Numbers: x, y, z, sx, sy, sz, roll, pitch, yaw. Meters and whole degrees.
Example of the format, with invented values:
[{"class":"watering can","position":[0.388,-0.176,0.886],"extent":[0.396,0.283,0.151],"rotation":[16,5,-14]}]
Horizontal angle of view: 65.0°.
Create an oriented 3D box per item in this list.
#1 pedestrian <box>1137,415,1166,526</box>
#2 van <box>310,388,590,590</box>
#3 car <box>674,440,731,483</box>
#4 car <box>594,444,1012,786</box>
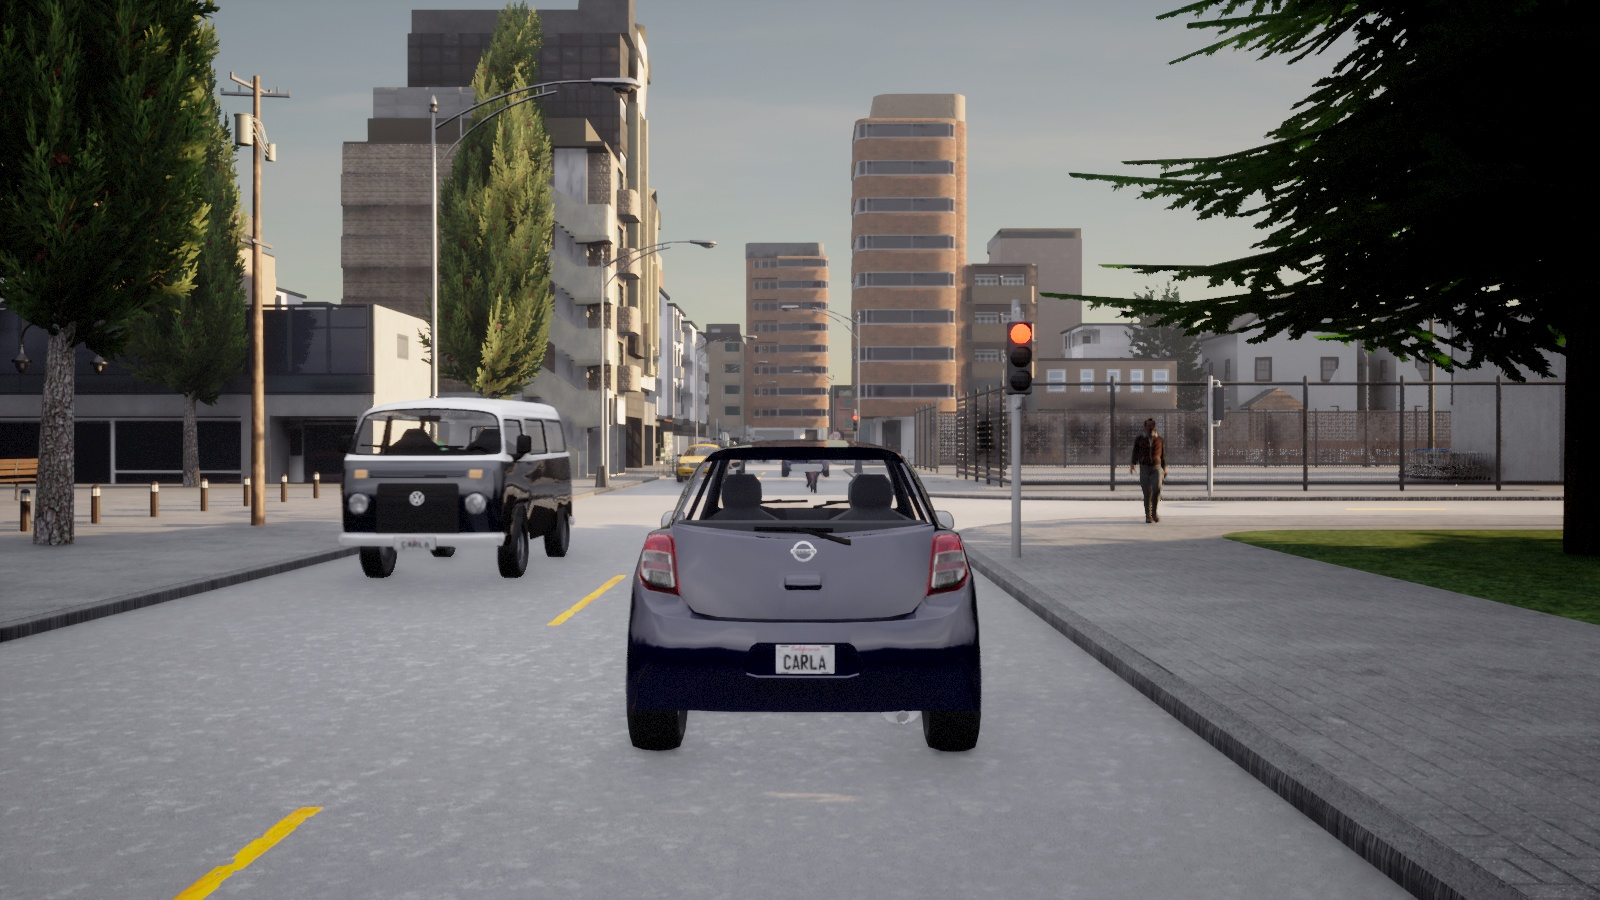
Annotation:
[{"class":"pedestrian","position":[5.982,0.340,21.413],"extent":[0.376,1.854,0.720],"rotation":[0,0,8]},{"class":"van","position":[-3.920,0.382,14.963],"extent":[2.069,2.038,4.480],"rotation":[0,0,0]},{"class":"car","position":[-3.769,0.404,49.318],"extent":[1.801,1.575,5.366],"rotation":[0,0,0]},{"class":"car","position":[0.036,0.719,7.361],"extent":[1.845,1.501,3.633],"rotation":[0,0,1]}]
